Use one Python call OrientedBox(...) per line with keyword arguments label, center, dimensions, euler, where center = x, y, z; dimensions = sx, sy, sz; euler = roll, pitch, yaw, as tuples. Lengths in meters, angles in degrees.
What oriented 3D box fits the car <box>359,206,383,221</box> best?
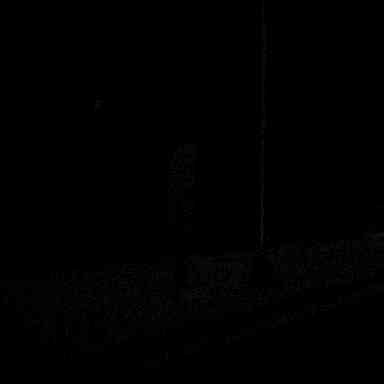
OrientedBox(label="car", center=(16.115, 1.881, 29.208), dimensions=(2.008, 1.369, 4.403), euler=(1, -1, -35))
